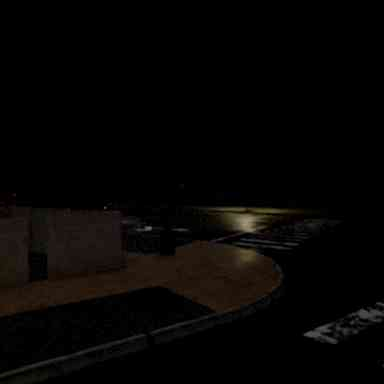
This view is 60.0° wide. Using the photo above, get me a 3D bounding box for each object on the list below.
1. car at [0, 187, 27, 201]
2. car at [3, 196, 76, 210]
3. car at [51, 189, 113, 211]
[{"bbox_3d":[-22.971,0.422,41.603,5.566,2.045,2.150,1,1,30],"label":"car"},{"bbox_3d":[-10.530,1.199,22.889,4.718,1.301,1.895,1,1,31],"label":"car"},{"bbox_3d":[-8.642,0.776,25.527,5.566,2.045,2.150,1,1,32],"label":"car"}]
